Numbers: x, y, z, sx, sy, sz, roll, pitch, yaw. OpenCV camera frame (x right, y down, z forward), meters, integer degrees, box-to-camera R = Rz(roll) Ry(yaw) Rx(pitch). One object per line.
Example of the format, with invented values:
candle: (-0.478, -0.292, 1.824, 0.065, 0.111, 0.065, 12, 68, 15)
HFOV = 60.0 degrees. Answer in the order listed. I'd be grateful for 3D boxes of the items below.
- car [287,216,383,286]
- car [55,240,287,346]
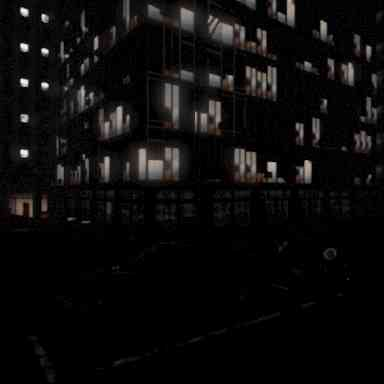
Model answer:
car: (4.291, 1.525, 9.624, 4.097, 1.590, 1.967, 1, -1, -35)
car: (-0.338, 1.613, 6.324, 4.206, 1.307, 1.802, 1, -1, -35)
